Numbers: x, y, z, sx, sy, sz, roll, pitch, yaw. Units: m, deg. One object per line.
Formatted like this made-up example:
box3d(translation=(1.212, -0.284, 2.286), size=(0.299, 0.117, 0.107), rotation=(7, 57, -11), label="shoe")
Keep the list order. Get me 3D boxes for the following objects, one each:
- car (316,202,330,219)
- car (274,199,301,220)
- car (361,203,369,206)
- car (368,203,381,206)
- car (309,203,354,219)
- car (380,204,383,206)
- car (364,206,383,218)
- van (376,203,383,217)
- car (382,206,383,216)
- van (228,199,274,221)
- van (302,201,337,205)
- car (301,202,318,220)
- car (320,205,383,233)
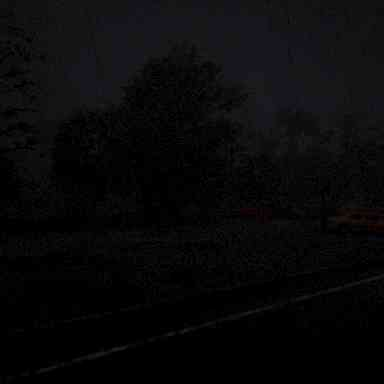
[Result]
box3d(translation=(12.249, 2.188, 37.059), size=(2.231, 1.521, 4.892), rotation=(3, -2, -35), label="car")
box3d(translation=(7.731, 1.739, 33.881), size=(2.435, 2.045, 5.566), rotation=(2, -1, -35), label="car")
box3d(translation=(18.910, 2.489, 41.808), size=(2.097, 1.535, 5.008), rotation=(3, -2, -35), label="car")
box3d(translation=(21.266, 2.596, 43.487), size=(2.097, 1.535, 5.008), rotation=(3, -2, -35), label="car")
box3d(translation=(16.776, 2.266, 40.255), size=(2.185, 1.767, 4.553), rotation=(3, -2, -35), label="car")
box3d(translation=(23.521, 2.700, 45.093), size=(2.231, 1.521, 4.892), rotation=(3, -2, -35), label="car")
box3d(translation=(28.135, 2.900, 48.162), size=(1.946, 1.575, 5.366), rotation=(3, -2, -35), label="car")
box3d(translation=(30.355, 2.780, 49.827), size=(1.878, 1.987, 4.442), rotation=(3, -2, -35), label="van")
box3d(translation=(32.531, 3.108, 51.528), size=(2.097, 1.535, 5.008), rotation=(3, -2, -35), label="car")
box3d(translation=(5.324, 1.675, 32.276), size=(1.878, 1.987, 4.442), rotation=(2, -1, -35), label="van")
box3d(translation=(14.439, 2.064, 38.771), size=(1.878, 1.987, 4.442), rotation=(3, -2, -35), label="van")
box3d(translation=(10.100, 2.084, 35.309), size=(1.946, 1.575, 5.366), rotation=(2, -1, -35), label="car")
box3d(translation=(10.747, 1.816, 19.707), size=(1.946, 1.575, 5.366), rotation=(2, -1, -35), label="car")
